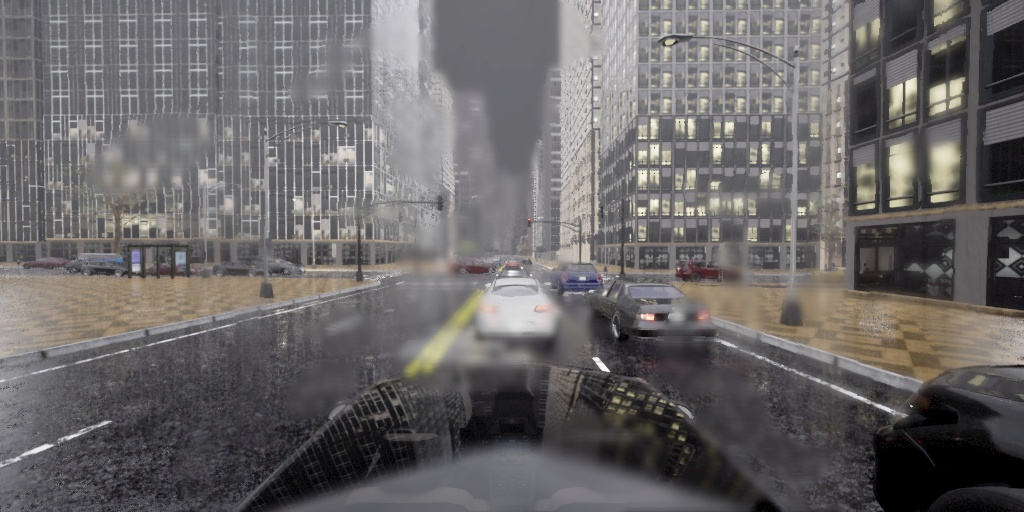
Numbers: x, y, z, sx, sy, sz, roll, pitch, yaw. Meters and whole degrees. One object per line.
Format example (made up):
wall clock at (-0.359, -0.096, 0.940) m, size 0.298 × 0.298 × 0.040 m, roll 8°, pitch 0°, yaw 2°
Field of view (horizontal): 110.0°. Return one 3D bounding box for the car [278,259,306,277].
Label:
car at (-21.646, 1.063, 32.985) m, size 4.902 × 1.511 × 2.128 m, roll 1°, pitch 1°, yaw 1°

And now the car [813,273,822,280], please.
car at (27.665, 1.579, 29.533) m, size 4.829 × 1.417 × 1.751 m, roll 0°, pitch 0°, yaw 1°

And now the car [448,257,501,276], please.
car at (-4.024, 1.151, 36.311) m, size 5.008 × 1.535 × 1.882 m, roll 0°, pitch 2°, yaw -37°

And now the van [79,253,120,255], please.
van at (-45.256, 0.605, 39.285) m, size 3.998 × 1.789 × 1.690 m, roll 0°, pitch 0°, yaw 1°

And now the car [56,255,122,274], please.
car at (-38.385, 0.913, 33.344) m, size 4.902 × 1.511 × 2.128 m, roll 0°, pitch 1°, yaw 1°

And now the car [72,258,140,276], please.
car at (-34.072, 1.069, 30.615) m, size 4.313 × 1.339 × 1.948 m, roll 0°, pitch 0°, yaw 1°

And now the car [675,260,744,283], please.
car at (16.217, 1.269, 29.739) m, size 5.009 × 1.841 × 2.192 m, roll 0°, pitch 0°, yaw 1°

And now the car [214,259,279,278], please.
car at (-22.707, 1.174, 30.299) m, size 4.313 × 1.339 × 1.948 m, roll 0°, pitch 0°, yaw 1°

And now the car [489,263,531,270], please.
car at (0.114, 1.288, 18.916) m, size 2.033 × 1.411 × 5.357 m, roll 0°, pitch 0°, yaw 0°

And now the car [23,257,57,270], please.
car at (-50.938, 0.793, 39.405) m, size 4.207 × 1.307 × 1.802 m, roll 0°, pitch 0°, yaw 1°

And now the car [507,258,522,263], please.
car at (0.131, 1.270, 58.857) m, size 1.994 × 1.385 × 4.181 m, roll 0°, pitch 0°, yaw 0°

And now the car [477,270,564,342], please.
car at (0.106, 1.272, 9.671) m, size 1.812 × 1.442 × 4.674 m, roll 0°, pitch 0°, yaw 0°

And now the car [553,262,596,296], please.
car at (3.364, 1.093, 19.195) m, size 2.097 × 1.767 × 4.553 m, roll 0°, pitch 0°, yaw 0°

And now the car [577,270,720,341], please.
car at (3.359, 1.294, 9.810) m, size 2.033 × 1.411 × 5.357 m, roll 0°, pitch 0°, yaw 0°

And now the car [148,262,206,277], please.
car at (-28.391, 1.138, 30.437) m, size 4.207 × 1.307 × 1.802 m, roll 0°, pitch 0°, yaw 1°
